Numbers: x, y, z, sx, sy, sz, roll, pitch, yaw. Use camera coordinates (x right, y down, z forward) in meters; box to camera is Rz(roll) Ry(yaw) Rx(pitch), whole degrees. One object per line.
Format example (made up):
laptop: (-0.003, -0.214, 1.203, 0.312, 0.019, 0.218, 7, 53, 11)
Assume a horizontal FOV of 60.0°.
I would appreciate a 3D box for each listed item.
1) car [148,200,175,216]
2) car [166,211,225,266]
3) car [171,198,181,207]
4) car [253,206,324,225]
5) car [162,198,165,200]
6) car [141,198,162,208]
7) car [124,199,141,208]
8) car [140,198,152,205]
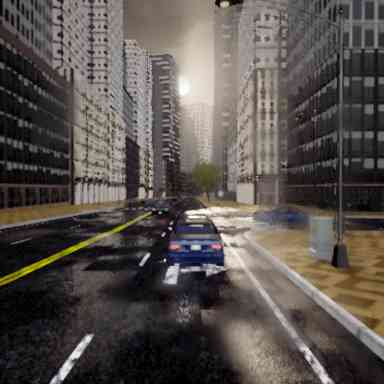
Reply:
car: (-3.134, 1.791, 34.935, 1.895, 1.301, 4.718, 0, -1, 0)
car: (0.106, 1.624, 11.869, 2.033, 1.411, 5.357, 0, 0, 0)
car: (-3.121, 1.897, 61.360, 1.837, 1.490, 4.892, 0, 0, 0)
car: (7.600, 1.851, 26.205, 5.357, 1.411, 2.033, 1, 0, -1)
car: (-6.467, 1.973, 69.936, 2.128, 1.511, 4.902, 0, 0, 0)
car: (-6.531, 1.894, 54.121, 2.033, 1.411, 5.357, 0, 0, 1)
car: (-9.784, 1.913, 54.563, 1.994, 1.385, 4.181, 0, 0, 0)
car: (-9.717, 2.045, 70.265, 1.895, 1.301, 4.718, 0, 0, 0)
